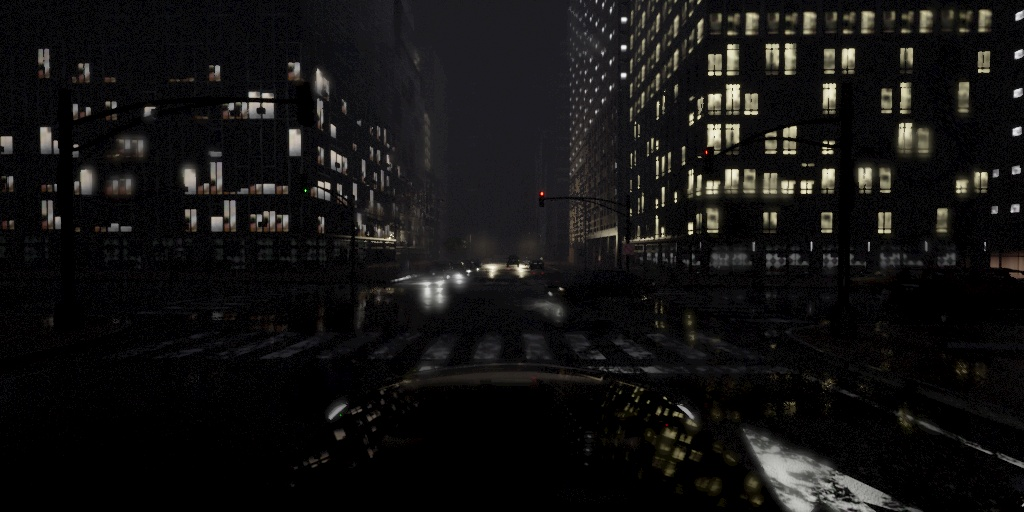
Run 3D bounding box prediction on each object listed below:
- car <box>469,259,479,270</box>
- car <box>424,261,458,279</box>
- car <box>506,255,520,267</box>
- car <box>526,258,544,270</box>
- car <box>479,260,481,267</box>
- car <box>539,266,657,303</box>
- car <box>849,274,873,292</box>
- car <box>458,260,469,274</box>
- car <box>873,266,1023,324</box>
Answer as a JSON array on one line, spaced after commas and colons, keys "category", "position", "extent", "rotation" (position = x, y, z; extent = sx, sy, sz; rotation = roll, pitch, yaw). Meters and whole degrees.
[{"category": "car", "position": [-6.461, 1.264, 51.385], "extent": [2.033, 1.411, 5.357], "rotation": [0, 0, 0]}, {"category": "car", "position": [-6.522, 1.225, 32.333], "extent": [2.128, 1.511, 4.902], "rotation": [0, 0, 0]}, {"category": "car", "position": [0.165, 0.925, 62.860], "extent": [2.150, 2.045, 5.566], "rotation": [0, 0, 0]}, {"category": "car", "position": [3.483, 1.206, 51.127], "extent": [2.128, 1.511, 4.902], "rotation": [0, 0, 0]}, {"category": "car", "position": [-6.398, 1.182, 61.726], "extent": [1.882, 1.535, 5.008], "rotation": [0, 0, 1]}, {"category": "car", "position": [4.247, 1.339, 17.034], "extent": [5.357, 1.411, 2.033], "rotation": [0, 1, -19]}, {"category": "car", "position": [21.852, 1.409, 20.689], "extent": [4.829, 1.417, 1.751], "rotation": [0, 0, 1]}, {"category": "car", "position": [-6.496, 1.327, 41.615], "extent": [1.895, 1.301, 4.718], "rotation": [0, 0, 0]}, {"category": "car", "position": [16.219, 1.281, 12.419], "extent": [5.009, 1.841, 2.192], "rotation": [0, 0, 1]}]
